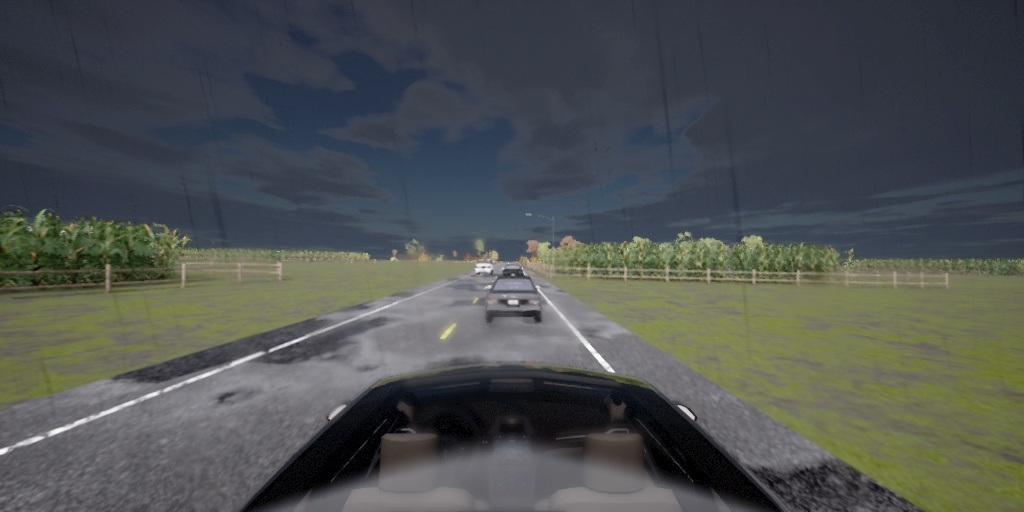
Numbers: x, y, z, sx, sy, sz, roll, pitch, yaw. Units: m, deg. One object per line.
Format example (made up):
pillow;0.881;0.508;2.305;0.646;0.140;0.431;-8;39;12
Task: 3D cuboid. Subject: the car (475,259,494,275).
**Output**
car;-3.587;1.407;47.002;2.150;2.045;5.566;0;-1;0

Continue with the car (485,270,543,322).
car;0.065;1.406;12.855;2.033;1.411;5.357;0;-1;0

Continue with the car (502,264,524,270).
car;0.093;1.546;34.618;1.882;1.535;5.008;0;-1;0
